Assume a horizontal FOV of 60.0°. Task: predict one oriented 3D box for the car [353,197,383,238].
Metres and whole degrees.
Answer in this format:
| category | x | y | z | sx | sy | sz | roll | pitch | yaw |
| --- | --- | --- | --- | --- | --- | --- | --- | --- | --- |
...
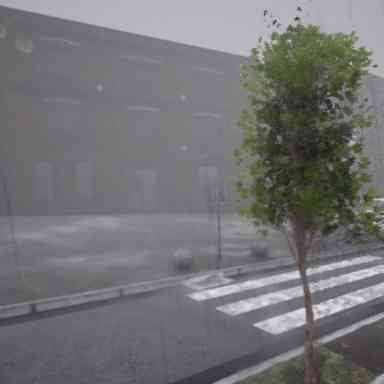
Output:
| category | x | y | z | sx | sy | sz | roll | pitch | yaw |
| --- | --- | --- | --- | --- | --- | --- | --- | --- | --- |
| car | 10.155 | 1.297 | 16.841 | 5.566 | 2.045 | 2.435 | 0 | 0 | -35 |
